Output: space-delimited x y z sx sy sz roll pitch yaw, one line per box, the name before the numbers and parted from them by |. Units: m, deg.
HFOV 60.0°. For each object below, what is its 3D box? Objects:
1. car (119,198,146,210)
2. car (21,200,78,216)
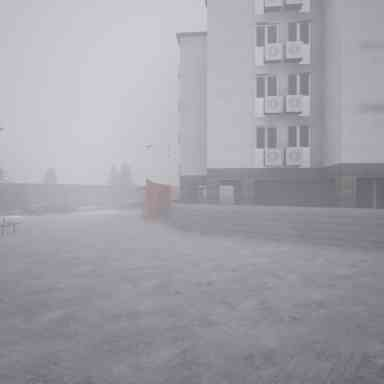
car | -7.176 1.478 43.087 1.882 1.535 5.008 0 0 36
car | -14.135 1.547 33.379 2.033 1.411 5.357 0 0 36
